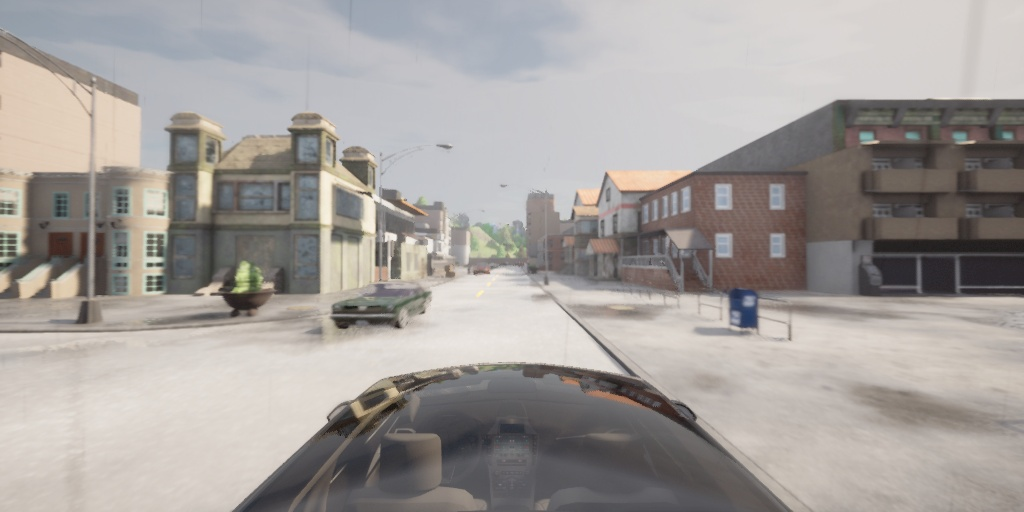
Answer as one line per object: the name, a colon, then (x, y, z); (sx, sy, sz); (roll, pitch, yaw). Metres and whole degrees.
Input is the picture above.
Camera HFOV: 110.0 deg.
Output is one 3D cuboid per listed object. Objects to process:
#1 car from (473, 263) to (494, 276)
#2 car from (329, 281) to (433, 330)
car: (-3.993, 1.681, 48.075); (2.097, 1.767, 4.553); (0, -1, 0)
car: (-3.998, 1.510, 11.795); (1.895, 1.301, 4.718); (0, -1, 0)
